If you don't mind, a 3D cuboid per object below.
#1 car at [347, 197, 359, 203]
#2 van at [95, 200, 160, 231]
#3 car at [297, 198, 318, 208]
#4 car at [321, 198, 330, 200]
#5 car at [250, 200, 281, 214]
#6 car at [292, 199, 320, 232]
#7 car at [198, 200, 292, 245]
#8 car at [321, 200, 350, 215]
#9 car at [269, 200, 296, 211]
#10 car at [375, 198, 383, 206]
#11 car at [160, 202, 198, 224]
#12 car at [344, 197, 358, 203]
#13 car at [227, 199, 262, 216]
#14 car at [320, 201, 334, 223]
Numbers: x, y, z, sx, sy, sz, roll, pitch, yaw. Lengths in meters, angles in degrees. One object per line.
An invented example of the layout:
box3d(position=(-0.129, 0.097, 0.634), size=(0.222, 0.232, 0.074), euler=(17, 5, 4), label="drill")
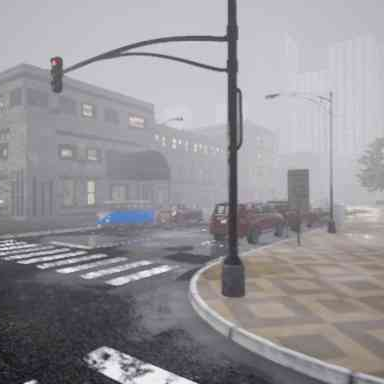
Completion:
box3d(position=(40.629, 1.941, 83.879), size=(1.887, 1.381, 4.507), euler=(-1, -1, 35), label="car")
box3d(position=(-4.107, 1.417, 20.795), size=(1.690, 1.788, 3.998), euler=(-1, -1, 35), label="van")
box3d(position=(18.162, 1.746, 52.197), size=(1.752, 1.417, 4.829), euler=(-1, -1, 35), label="car")
box3d(position=(24.652, 1.820, 61.349), size=(2.008, 1.369, 4.403), euler=(-1, -1, 35), label="car")
box3d(position=(8.675, 1.705, 38.817), size=(2.008, 1.369, 4.403), euler=(-1, -1, 35), label="car")
box3d(position=(5.925, 1.370, 20.456), size=(2.192, 1.841, 5.009), euler=(-1, -1, 35), label="car")
box3d(position=(2.730, 1.352, 15.950), size=(2.192, 1.841, 5.009), euler=(-1, -1, 35), label="car")
box3d(position=(12.318, 1.660, 29.467), size=(1.947, 1.339, 4.313), euler=(-1, -1, 35), label="car")
box3d(position=(11.871, 1.727, 43.324), size=(2.008, 1.369, 4.403), euler=(-1, -1, 35), label="car")
box3d(position=(34.685, 1.805, 61.009), size=(2.008, 1.369, 4.403), euler=(-1, -1, 35), label="car")
box3d(position=(-0.911, 1.534, 25.300), size=(1.967, 1.590, 4.097), euler=(-1, -1, 35), label="car")
box3d(position=(37.433, 1.920, 79.373), size=(2.008, 1.369, 4.403), euler=(-1, -1, 35), label="car")
box3d(position=(5.480, 1.573, 34.313), size=(1.967, 1.590, 4.097), euler=(-1, -1, 35), label="car")
box3d(position=(9.122, 1.619, 24.960), size=(1.887, 1.381, 4.507), euler=(-1, -1, 35), label="car")
